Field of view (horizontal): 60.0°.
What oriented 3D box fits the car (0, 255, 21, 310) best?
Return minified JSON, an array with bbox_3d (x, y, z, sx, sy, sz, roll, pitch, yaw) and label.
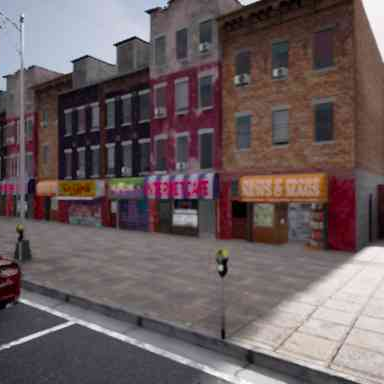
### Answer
[{"bbox_3d":[-5.110,1.503,6.462,4.507,1.381,1.887,0,-1,35],"label":"car"}]
